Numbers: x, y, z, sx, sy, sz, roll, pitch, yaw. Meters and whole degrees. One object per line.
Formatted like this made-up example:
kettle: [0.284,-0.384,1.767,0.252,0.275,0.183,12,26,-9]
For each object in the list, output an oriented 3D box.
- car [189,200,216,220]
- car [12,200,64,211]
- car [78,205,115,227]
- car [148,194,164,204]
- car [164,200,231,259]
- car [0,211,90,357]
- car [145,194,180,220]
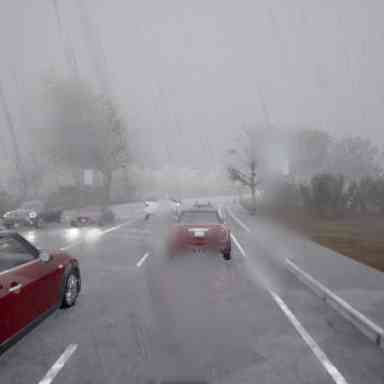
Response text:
car: [0.989,1.489,29.403,2.128,1.511,4.902,0,0,3]
car: [-10.110,1.346,21.581,2.097,1.767,4.553,0,0,3]
car: [-6.575,1.559,22.349,1.994,1.385,4.181,0,0,3]
car: [-6.702,1.343,62.293,2.097,1.767,4.553,0,0,7]
car: [0.293,1.351,12.757,2.097,1.767,4.553,0,0,1]
car: [-3.354,1.349,5.018,2.097,1.767,4.553,0,0,1]
car: [-2.576,1.218,28.492,2.150,2.045,5.566,0,0,3]
